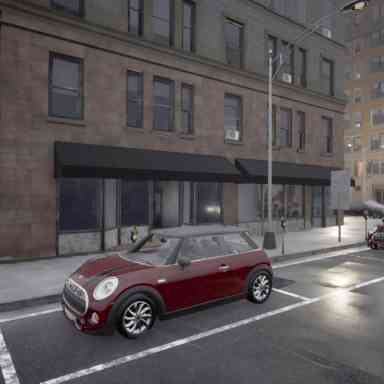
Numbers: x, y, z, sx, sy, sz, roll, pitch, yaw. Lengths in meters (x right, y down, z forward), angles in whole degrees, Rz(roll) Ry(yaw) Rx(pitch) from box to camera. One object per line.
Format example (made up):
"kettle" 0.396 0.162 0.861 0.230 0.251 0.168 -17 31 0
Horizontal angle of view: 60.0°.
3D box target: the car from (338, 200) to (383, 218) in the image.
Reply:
"car" 15.937 1.461 30.144 1.812 1.442 4.674 1 0 -36

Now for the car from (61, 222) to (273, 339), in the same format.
"car" -0.351 1.441 6.513 4.097 1.590 1.967 0 0 -36

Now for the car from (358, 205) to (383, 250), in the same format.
"car" 8.581 1.445 12.910 4.097 1.590 1.967 0 0 -36

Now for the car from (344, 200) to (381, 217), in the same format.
"car" 13.969 1.438 27.091 1.812 1.442 4.674 1 0 -33
